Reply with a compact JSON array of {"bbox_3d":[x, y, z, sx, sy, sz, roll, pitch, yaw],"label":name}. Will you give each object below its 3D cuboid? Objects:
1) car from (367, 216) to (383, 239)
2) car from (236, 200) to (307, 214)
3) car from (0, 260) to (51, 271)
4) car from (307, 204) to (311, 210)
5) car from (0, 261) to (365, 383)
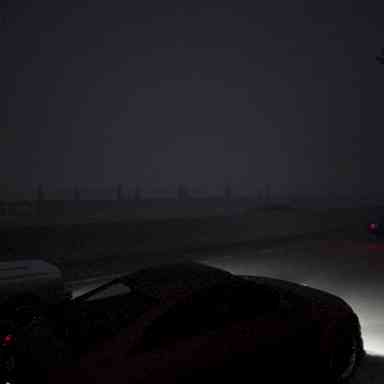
[{"bbox_3d":[10.164,1.508,15.360,4.718,1.301,1.895,0,0,-36],"label":"car"},{"bbox_3d":[4.556,1.425,20.193,4.892,1.490,1.837,0,0,-36],"label":"car"},{"bbox_3d":[-4.366,1.608,4.950,4.718,1.301,1.895,0,0,-35],"label":"car"},{"bbox_3d":[9.318,1.463,32.223,4.718,1.301,1.895,0,0,-36],"label":"car"},{"bbox_3d":[0.149,1.553,3.878,4.181,1.385,1.994,0,0,-36],"label":"car"}]
